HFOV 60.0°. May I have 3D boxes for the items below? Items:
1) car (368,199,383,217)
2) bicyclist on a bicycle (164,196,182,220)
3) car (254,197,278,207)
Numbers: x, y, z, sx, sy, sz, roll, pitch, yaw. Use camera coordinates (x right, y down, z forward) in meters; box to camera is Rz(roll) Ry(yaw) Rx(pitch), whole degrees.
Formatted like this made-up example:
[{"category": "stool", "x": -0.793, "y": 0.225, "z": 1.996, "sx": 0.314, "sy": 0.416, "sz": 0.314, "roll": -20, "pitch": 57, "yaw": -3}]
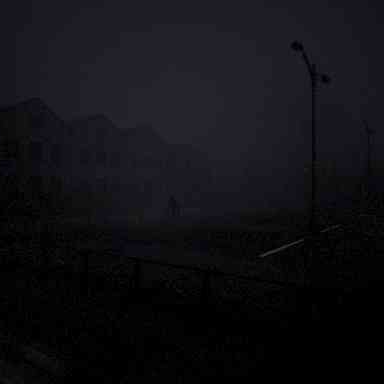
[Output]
[{"category": "car", "x": 15.476, "y": 1.297, "z": 26.774, "sx": 2.007, "sy": 1.523, "sz": 4.514, "roll": 0, "pitch": 0, "yaw": 35}, {"category": "bicyclist on a bicycle", "x": -1.342, "y": 1.106, "z": 23.006, "sx": 1.656, "sy": 1.620, "sz": 0.582, "roll": 0, "pitch": 0, "yaw": 35}, {"category": "car", "x": 10.472, "y": 1.351, "z": 46.644, "sx": 2.033, "sy": 1.411, "sz": 5.357, "roll": 0, "pitch": 0, "yaw": 32}]
